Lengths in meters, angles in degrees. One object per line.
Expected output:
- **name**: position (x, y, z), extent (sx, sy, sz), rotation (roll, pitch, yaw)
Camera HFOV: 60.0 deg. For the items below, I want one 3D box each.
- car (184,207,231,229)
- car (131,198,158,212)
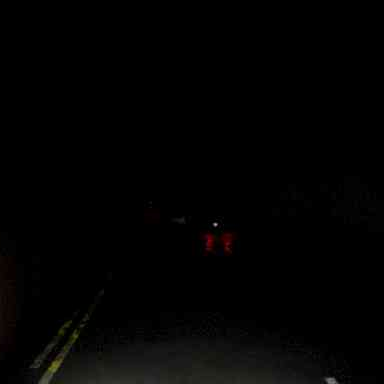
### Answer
- **car**: position (0.819, 1.563, 21.147), extent (1.895, 1.301, 4.718), rotation (0, 0, -13)
- **car**: position (-5.528, 1.438, 38.206), extent (2.128, 1.511, 4.902), rotation (0, 0, -28)
